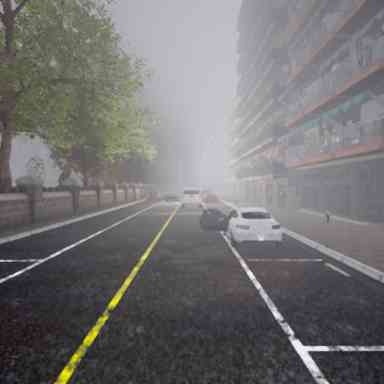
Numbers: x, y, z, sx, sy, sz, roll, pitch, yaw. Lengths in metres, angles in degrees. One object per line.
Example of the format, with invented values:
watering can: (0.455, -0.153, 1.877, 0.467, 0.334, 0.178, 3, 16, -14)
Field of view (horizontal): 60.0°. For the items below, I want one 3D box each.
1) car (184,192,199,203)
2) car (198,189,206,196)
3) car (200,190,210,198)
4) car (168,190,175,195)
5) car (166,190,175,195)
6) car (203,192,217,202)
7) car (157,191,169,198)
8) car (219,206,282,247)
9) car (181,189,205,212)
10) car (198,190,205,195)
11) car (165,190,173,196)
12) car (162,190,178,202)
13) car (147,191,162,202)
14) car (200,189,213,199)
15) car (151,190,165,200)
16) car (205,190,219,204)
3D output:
car: (-0.059, 0.774, 48.081, 2.033, 1.411, 5.357, 0, 1, 0)
car: (2.583, 0.114, 84.349, 1.967, 1.590, 4.097, 0, 1, 0)
car: (2.605, 0.368, 67.460, 1.967, 1.590, 4.097, 0, 1, 0)
car: (-5.810, 0.059, 95.432, 1.752, 1.417, 4.829, 0, 1, 0)
car: (-5.803, 0.146, 89.969, 2.008, 1.369, 4.403, 0, 1, 0)
car: (2.626, 0.732, 50.573, 1.887, 1.381, 4.507, 0, 1, 0)
car: (-5.775, 0.482, 67.451, 2.008, 1.369, 4.403, 0, 1, 0)
car: (2.336, 1.300, 13.556, 1.812, 1.442, 4.674, 0, 1, 0)
car: (-0.008, 0.638, 35.927, 2.150, 2.045, 5.566, 0, 1, 1)
car: (2.577, 0.157, 89.981, 1.947, 1.339, 4.313, 0, 1, 0)
car: (-5.796, 0.206, 84.169, 1.752, 1.417, 4.829, 0, 1, 0)
car: (-3.069, 0.790, 50.562, 1.895, 1.301, 4.718, 0, 1, 0)
car: (-5.755, 0.631, 50.561, 1.967, 1.590, 4.097, 0, 1, 0)
car: (2.611, 0.330, 61.828, 2.192, 1.841, 5.009, 0, 1, 0)
car: (-5.762, 0.544, 56.189, 1.967, 1.590, 4.097, 0, 1, 0)
car: (2.634, 0.819, 44.943, 1.887, 1.381, 4.507, 0, 1, 0)
